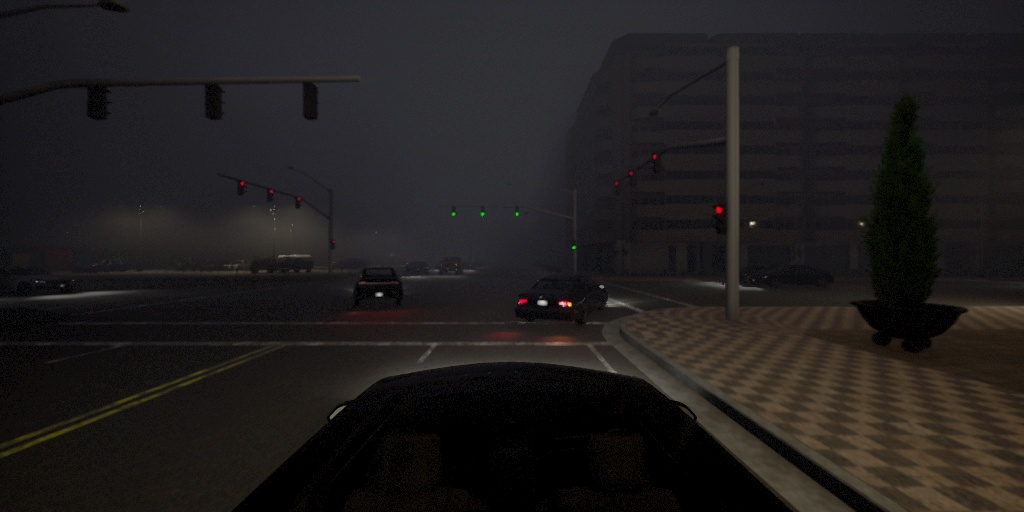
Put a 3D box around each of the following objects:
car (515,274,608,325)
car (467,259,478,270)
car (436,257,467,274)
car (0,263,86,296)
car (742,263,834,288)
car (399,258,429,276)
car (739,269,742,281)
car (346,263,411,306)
[{"bbox_3d":[1.877,1.307,12.056,2.033,1.411,5.357,0,0,25],"label":"car"},{"bbox_3d":[-7.061,1.491,56.813,1.895,1.301,4.718,0,0,1],"label":"car"},{"bbox_3d":[-7.099,1.076,42.348,2.150,2.045,5.566,0,0,0],"label":"car"},{"bbox_3d":[-25.757,1.264,18.673,4.674,1.442,1.812,0,0,0],"label":"car"},{"bbox_3d":[17.725,1.274,22.844,4.674,1.442,1.812,0,0,0],"label":"car"},{"bbox_3d":[-10.601,1.325,39.947,1.882,1.535,5.008,0,0,0],"label":"car"},{"bbox_3d":[18.389,1.261,26.343,4.892,1.490,1.837,0,0,0],"label":"car"},{"bbox_3d":[-5.945,1.248,15.834,2.128,1.511,4.902,1,0,-22],"label":"car"}]
